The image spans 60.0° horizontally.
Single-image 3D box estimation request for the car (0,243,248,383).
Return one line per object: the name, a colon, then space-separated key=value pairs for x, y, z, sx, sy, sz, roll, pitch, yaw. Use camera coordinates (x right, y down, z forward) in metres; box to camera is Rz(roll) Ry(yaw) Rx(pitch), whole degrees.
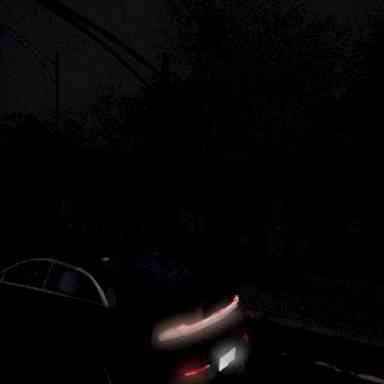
car: x=-1.611 y=1.520 z=4.834 sx=4.902 sy=1.511 sz=2.128 roll=-1 pitch=0 yaw=35
